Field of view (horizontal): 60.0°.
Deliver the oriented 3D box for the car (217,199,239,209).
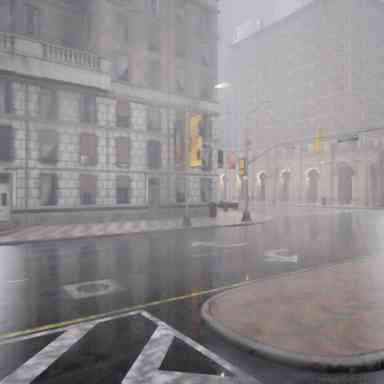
[{"bbox_3d":[4.027,1.601,43.907,1.895,1.301,4.718,0,0,-36],"label":"car"}]
